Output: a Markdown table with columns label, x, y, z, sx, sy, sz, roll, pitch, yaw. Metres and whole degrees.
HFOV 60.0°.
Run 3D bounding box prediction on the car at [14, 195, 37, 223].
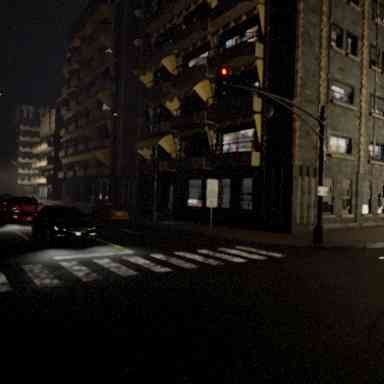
| label | x | y | z | sx | sy | sz | roll | pitch | yaw |
| --- | --- | --- | --- | --- | --- | --- | --- | --- | --- |
| car | -11.685 | 1.124 | 23.205 | 2.097 | 1.767 | 4.553 | 2 | -1 | -35 |

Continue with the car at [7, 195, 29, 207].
| label | x | y | z | sx | sy | sz | roll | pitch | yaw |
| --- | --- | --- | --- | --- | --- | --- | --- | --- | --- |
| car | -23.456 | 1.168 | 44.821 | 1.994 | 1.385 | 4.181 | 2 | -1 | -35 |

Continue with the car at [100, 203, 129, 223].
| label | x | y | z | sx | sy | sz | roll | pitch | yaw |
| --- | --- | --- | --- | --- | --- | --- | --- | --- | --- |
| car | -6.370 | 1.485 | 25.053 | 1.752 | 1.417 | 4.829 | 2 | -1 | -35 |

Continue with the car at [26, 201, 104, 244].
| label | x | y | z | sx | sy | sz | roll | pitch | yaw |
| --- | --- | --- | --- | --- | --- | --- | --- | --- | --- |
| car | -5.939 | 1.388 | 15.175 | 1.837 | 1.490 | 4.892 | 2 | -1 | -36 |

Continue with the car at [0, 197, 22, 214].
| label | x | y | z | sx | sy | sz | roll | pitch | yaw |
| --- | --- | --- | --- | --- | --- | --- | --- | --- | --- |
| car | -17.416 | 1.228 | 31.257 | 1.994 | 1.385 | 4.181 | 2 | -1 | -35 |

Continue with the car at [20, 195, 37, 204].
| label | x | y | z | sx | sy | sz | roll | pitch | yaw |
| --- | --- | --- | --- | --- | --- | --- | --- | --- | --- |
| car | -25.665 | 1.189 | 52.171 | 1.802 | 1.307 | 4.206 | 2 | -1 | -35 |

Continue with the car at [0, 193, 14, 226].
| label | x | y | z | sx | sy | sz | roll | pitch | yaw |
| --- | --- | --- | --- | --- | --- | --- | --- | --- | --- |
| car | -12.679 | 1.028 | 20.345 | 2.192 | 1.841 | 5.009 | 2 | -1 | -35 |

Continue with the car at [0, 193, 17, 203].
| label | x | y | z | sx | sy | sz | roll | pitch | yaw |
| --- | --- | --- | --- | --- | --- | --- | --- | --- | --- |
| car | -29.666 | 0.998 | 53.550 | 1.837 | 1.490 | 4.892 | 2 | -1 | -35 |
